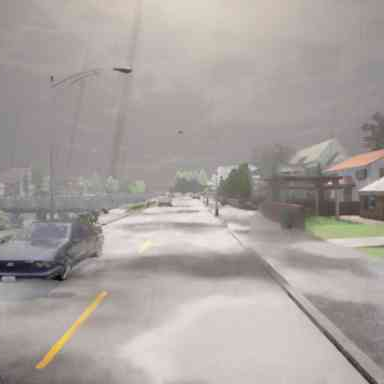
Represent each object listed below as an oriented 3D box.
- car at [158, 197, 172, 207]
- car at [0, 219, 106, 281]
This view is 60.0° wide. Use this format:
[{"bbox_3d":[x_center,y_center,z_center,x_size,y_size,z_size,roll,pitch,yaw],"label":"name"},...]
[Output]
[{"bbox_3d":[-4.069,1.504,50.911,1.882,1.535,5.008,0,0,0],"label":"car"},{"bbox_3d":[-4.100,1.553,10.104,2.033,1.411,5.357,0,0,0],"label":"car"}]
